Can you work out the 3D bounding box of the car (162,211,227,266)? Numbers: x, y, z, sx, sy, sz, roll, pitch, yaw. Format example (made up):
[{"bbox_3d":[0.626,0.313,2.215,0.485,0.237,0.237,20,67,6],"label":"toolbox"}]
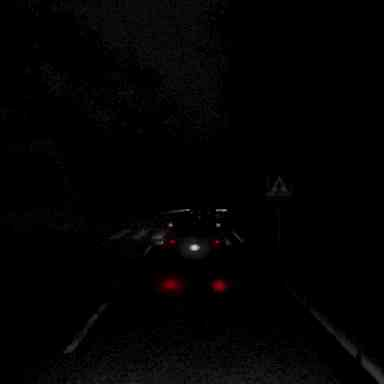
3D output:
[{"bbox_3d":[0.084,1.581,11.622,1.994,1.385,4.181,0,0,0],"label":"car"}]

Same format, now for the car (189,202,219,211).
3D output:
[{"bbox_3d":[0.955,1.654,27.841,1.895,1.301,4.718,0,0,9],"label":"car"}]

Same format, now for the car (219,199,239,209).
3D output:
[{"bbox_3d":[4.918,1.689,46.623,1.994,1.385,4.181,-1,-1,36],"label":"car"}]
